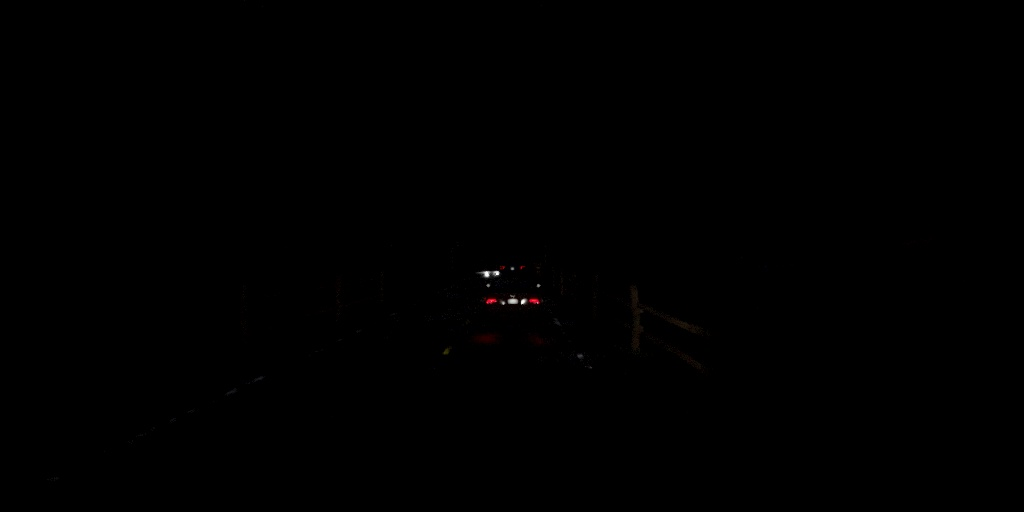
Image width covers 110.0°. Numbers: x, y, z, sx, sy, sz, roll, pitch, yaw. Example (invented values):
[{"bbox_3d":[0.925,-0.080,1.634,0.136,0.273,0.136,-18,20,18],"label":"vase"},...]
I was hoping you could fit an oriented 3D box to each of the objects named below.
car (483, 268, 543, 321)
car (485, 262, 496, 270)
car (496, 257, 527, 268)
[{"bbox_3d":[0.044,1.333,12.591,2.033,1.411,5.357,0,0,0],"label":"car"},{"bbox_3d":[-2.814,1.513,51.083,1.895,1.301,4.718,0,0,0],"label":"car"},{"bbox_3d":[0.065,1.066,30.284,2.150,2.045,5.566,0,0,0],"label":"car"}]
